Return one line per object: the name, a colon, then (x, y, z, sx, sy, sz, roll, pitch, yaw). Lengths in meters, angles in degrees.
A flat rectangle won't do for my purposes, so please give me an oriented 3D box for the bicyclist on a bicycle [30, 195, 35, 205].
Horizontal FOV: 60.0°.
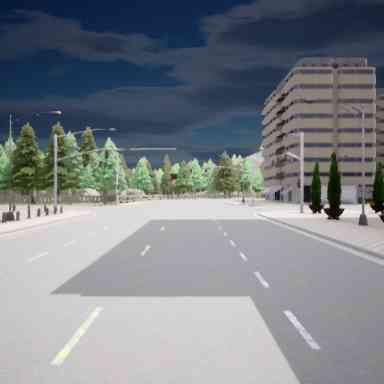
bicyclist on a bicycle: (-25.674, 1.330, 53.484, 0.582, 1.620, 1.656, 0, 0, 0)
